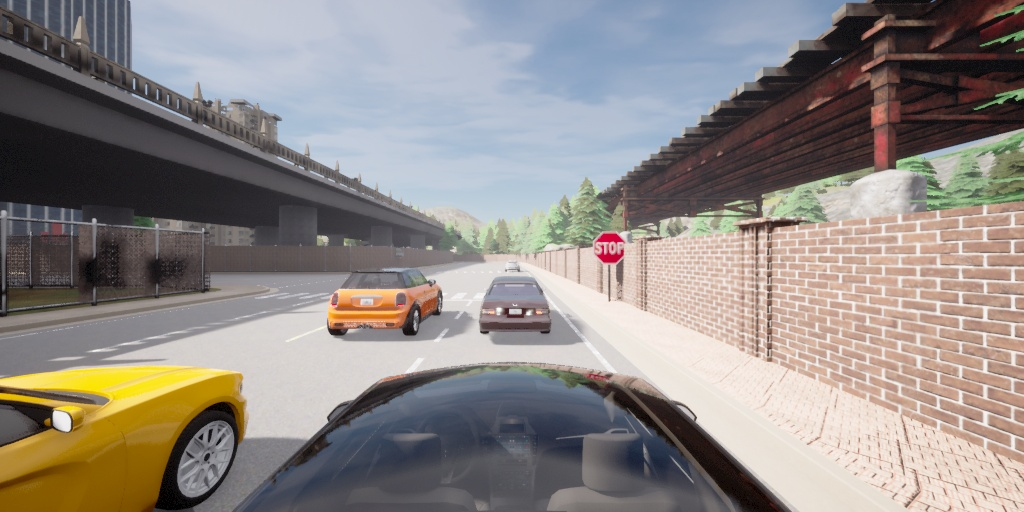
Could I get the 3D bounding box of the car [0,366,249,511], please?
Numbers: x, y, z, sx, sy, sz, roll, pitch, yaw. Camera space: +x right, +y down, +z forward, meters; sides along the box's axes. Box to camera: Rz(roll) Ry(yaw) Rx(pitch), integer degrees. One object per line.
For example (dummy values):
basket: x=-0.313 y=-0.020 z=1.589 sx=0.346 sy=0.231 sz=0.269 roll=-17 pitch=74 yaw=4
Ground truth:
car: x=-3.398 y=1.228 z=1.319 sx=1.882 sy=1.535 sz=5.008 roll=0 pitch=0 yaw=0

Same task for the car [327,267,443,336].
car: x=-3.427 y=1.102 z=10.576 sx=2.097 sy=1.767 sz=4.553 roll=0 pitch=0 yaw=0

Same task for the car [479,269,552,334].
car: x=0.074 y=1.297 z=10.600 sx=2.033 sy=1.411 sz=5.357 roll=0 pitch=0 yaw=0

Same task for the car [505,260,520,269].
car: x=0.052 y=1.276 z=46.281 sx=1.812 sy=1.442 sz=4.674 roll=0 pitch=0 yaw=-1
